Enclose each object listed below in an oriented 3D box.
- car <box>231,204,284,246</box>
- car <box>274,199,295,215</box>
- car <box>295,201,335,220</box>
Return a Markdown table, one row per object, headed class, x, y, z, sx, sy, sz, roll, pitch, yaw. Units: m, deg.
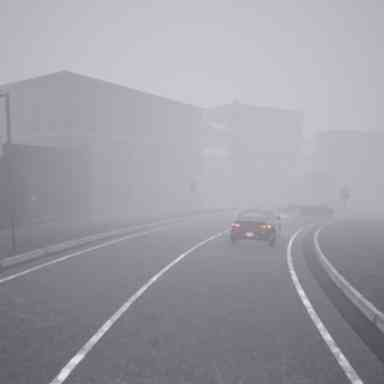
| class | x | y | z | sx | sy | sz | roll | pitch | yaw |
| --- | --- | --- | --- | --- | --- | --- | --- | --- | --- |
| car | 3.007 | 1.496 | 15.250 | 1.812 | 1.442 | 4.674 | 2 | 0 | 19 |
| car | 9.538 | 1.453 | 33.681 | 1.812 | 1.442 | 4.674 | 4 | 2 | 42 |
| car | 11.515 | 1.595 | 30.343 | 1.882 | 1.535 | 5.008 | 4 | 1 | 39 |
